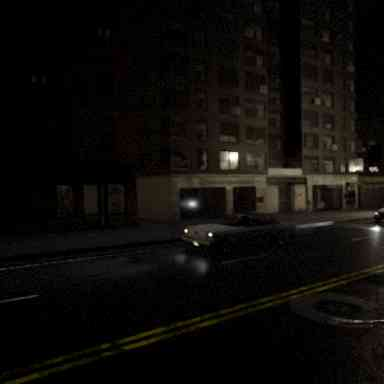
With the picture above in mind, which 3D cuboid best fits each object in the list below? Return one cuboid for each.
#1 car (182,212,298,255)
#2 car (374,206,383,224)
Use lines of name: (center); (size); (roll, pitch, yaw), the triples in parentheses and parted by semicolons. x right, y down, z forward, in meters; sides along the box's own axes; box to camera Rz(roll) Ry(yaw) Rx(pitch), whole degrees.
car: (1.952, 1.503, 13.049); (4.718, 1.301, 1.895); (-1, 0, -35)
car: (13.492, 1.277, 21.201); (4.674, 1.442, 1.812); (-1, 0, -35)
